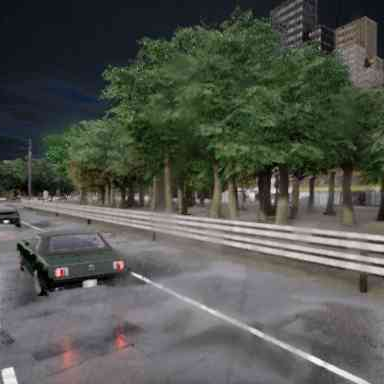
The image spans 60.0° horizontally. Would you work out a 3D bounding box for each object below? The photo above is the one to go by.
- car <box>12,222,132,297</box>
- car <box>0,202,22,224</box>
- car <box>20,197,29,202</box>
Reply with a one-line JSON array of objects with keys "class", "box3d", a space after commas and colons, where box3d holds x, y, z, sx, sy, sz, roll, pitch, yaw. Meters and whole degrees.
[{"class": "car", "box3d": [-3.400, 1.662, 8.888, 1.895, 1.301, 4.718, 1, -1, -34]}, {"class": "car", "box3d": [-13.113, 1.635, 23.053, 1.837, 1.490, 4.892, 1, -1, -34]}, {"class": "car", "box3d": [-41.629, 2.019, 84.127, 2.128, 1.511, 4.902, 0, 0, -3]}]
